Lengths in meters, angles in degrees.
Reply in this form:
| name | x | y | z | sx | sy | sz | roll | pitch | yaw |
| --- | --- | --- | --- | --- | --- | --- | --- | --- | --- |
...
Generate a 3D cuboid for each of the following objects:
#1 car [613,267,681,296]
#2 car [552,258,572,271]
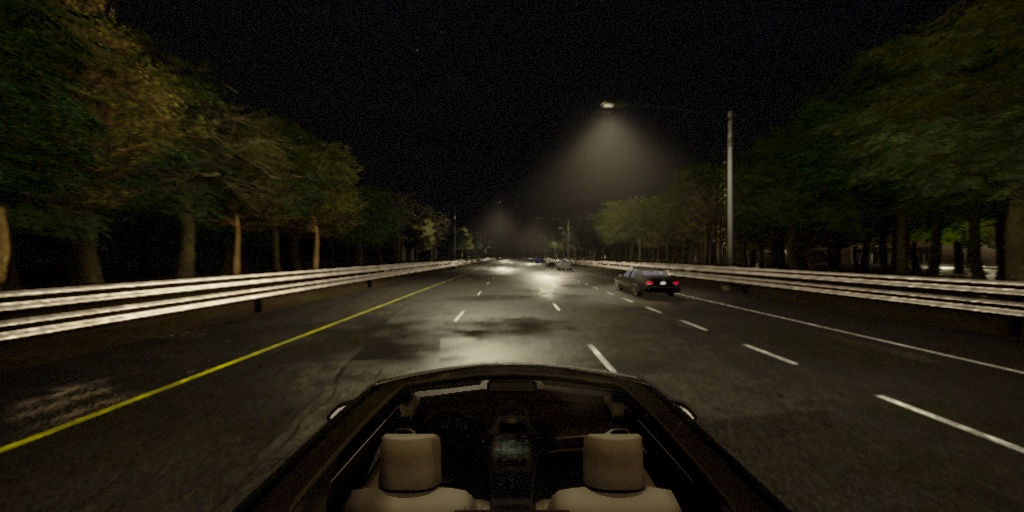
| name | x | y | z | sx | sy | sz | roll | pitch | yaw |
| --- | --- | --- | --- | --- | --- | --- | --- | --- | --- |
| car | 6.996 | 1.303 | 19.101 | 2.033 | 1.411 | 5.357 | 0 | 0 | 0 |
| car | 7.009 | 1.312 | 48.964 | 1.812 | 1.442 | 4.674 | 0 | 0 | 0 |
